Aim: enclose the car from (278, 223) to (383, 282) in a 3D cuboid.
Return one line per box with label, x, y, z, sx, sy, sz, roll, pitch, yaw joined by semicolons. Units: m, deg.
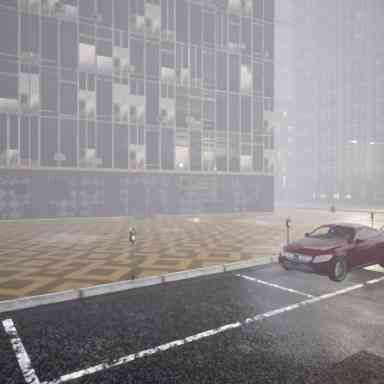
car;4.325;1.579;9.657;4.206;1.307;1.802;0;0;-36
